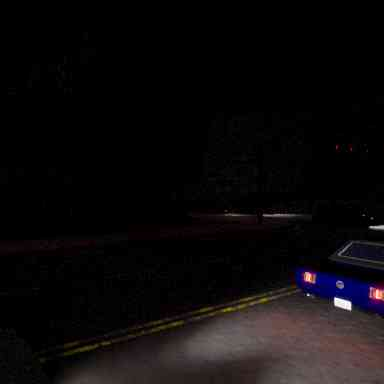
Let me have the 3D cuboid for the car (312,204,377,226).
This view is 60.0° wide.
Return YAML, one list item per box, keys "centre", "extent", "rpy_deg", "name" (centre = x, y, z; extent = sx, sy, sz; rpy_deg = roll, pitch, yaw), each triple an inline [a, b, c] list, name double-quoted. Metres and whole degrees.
- centre: [10.647, 1.565, 23.463]
  extent: [1.994, 1.385, 4.181]
  rpy_deg: [0, 0, -36]
  name: "car"

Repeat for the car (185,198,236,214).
- centre: [1.875, 1.547, 35.591]
  extent: [2.033, 1.411, 5.357]
  rpy_deg: [0, 0, -36]
  name: "car"

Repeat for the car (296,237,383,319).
- centre: [4.368, 1.601, 6.885]
  extent: [4.718, 1.301, 1.895]
  rpy_deg: [0, 0, -35]
  name: "car"

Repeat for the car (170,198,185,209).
- centre: [-1.495, 1.547, 46.316]
  extent: [2.033, 1.411, 5.357]
  rpy_deg: [0, 0, -36]
  name: "car"

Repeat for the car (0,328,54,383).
- centre: [-3.115, 1.601, 1.530]
  extent: [4.718, 1.301, 1.895]
  rpy_deg: [0, 0, -35]
  name: "car"

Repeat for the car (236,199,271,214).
- centre: [6.227, 1.504, 35.532]
  extent: [1.837, 1.490, 4.892]
  rpy_deg: [0, 0, -36]
  name: "car"
